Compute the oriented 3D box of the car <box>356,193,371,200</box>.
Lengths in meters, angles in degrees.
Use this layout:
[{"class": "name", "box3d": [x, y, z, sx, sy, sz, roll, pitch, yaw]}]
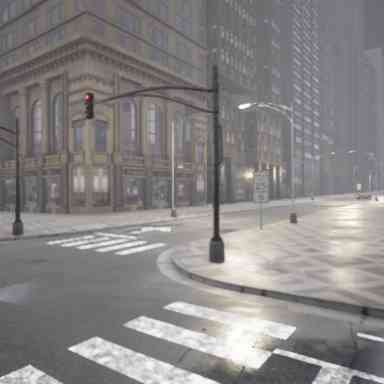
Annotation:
[{"class": "car", "box3d": [30.102, 0.759, 58.268, 1.895, 1.301, 4.718, -1, 0, 36]}]
